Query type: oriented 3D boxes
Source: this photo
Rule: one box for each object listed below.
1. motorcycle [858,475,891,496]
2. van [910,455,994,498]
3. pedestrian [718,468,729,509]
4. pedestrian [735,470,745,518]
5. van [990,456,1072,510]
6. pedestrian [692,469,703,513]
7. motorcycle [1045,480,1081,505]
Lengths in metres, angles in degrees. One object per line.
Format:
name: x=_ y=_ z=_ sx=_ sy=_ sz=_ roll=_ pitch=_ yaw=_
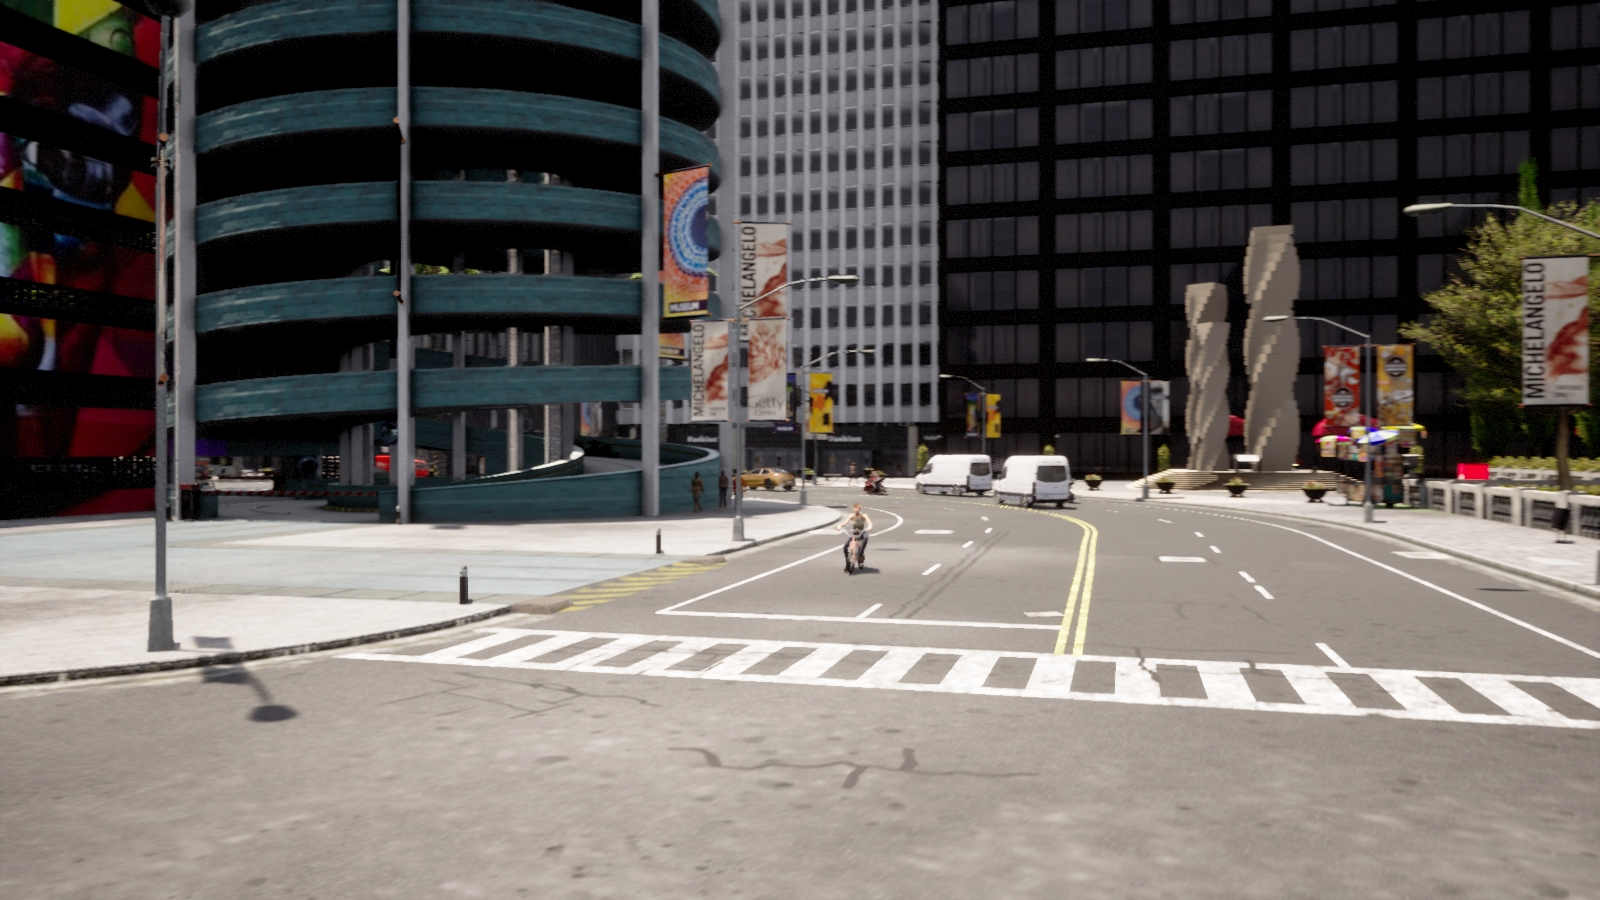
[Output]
motorcycle: x=4.736 y=2.270 z=72.820 sx=0.867 sy=1.251 sz=2.209 roll=-1 pitch=0 yaw=-35
van: x=9.490 y=1.596 z=71.836 sx=1.988 sy=2.561 sz=5.915 roll=0 pitch=0 yaw=-30
pedestrian: x=-3.501 y=1.748 z=52.256 sx=0.375 sy=1.860 sz=0.375 roll=0 pitch=0 yaw=12
pedestrian: x=-2.391 y=1.741 z=45.286 sx=0.375 sy=1.860 sz=0.375 roll=0 pitch=0 yaw=1
van: x=11.552 y=1.581 z=57.641 sx=1.988 sy=2.561 sz=5.915 roll=0 pitch=0 yaw=-11
pedestrian: x=-4.345 y=1.745 z=48.554 sx=0.375 sy=1.860 sz=0.375 roll=0 pitch=0 yaw=14
motorcycle: x=14.141 y=2.253 z=61.464 sx=0.867 sy=1.251 sz=2.209 roll=-1 pitch=0 yaw=-16
